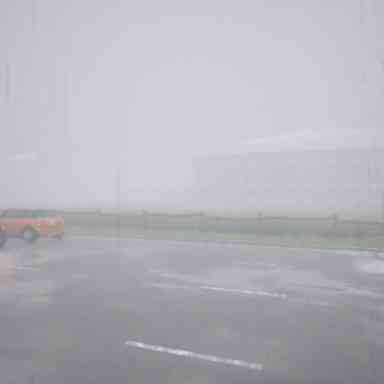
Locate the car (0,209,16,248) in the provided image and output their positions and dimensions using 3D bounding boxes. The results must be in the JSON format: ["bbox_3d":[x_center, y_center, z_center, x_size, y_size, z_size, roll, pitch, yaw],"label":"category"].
[{"bbox_3d":[-10.297,1.562,14.329,4.553,1.767,2.097,0,-1,21],"label":"car"}]

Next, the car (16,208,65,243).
[{"bbox_3d":[-9.055,1.629,17.600,4.553,1.767,2.097,0,-1,21],"label":"car"}]
